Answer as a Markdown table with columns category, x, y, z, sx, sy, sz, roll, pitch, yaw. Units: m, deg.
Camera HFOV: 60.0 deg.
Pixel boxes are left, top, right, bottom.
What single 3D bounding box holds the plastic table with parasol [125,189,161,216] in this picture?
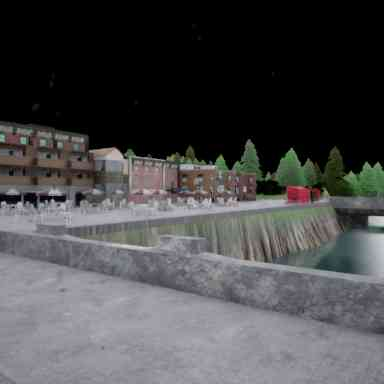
| category | x | y | z | sx | sy | sz | roll | pitch | yaw |
| --- | --- | --- | --- | --- | --- | --- | --- | --- | --- |
| plastic table with parasol | -4.710 | 0.924 | 32.160 | 2.482 | 2.480 | 2.482 | 0 | 0 | 36 |
